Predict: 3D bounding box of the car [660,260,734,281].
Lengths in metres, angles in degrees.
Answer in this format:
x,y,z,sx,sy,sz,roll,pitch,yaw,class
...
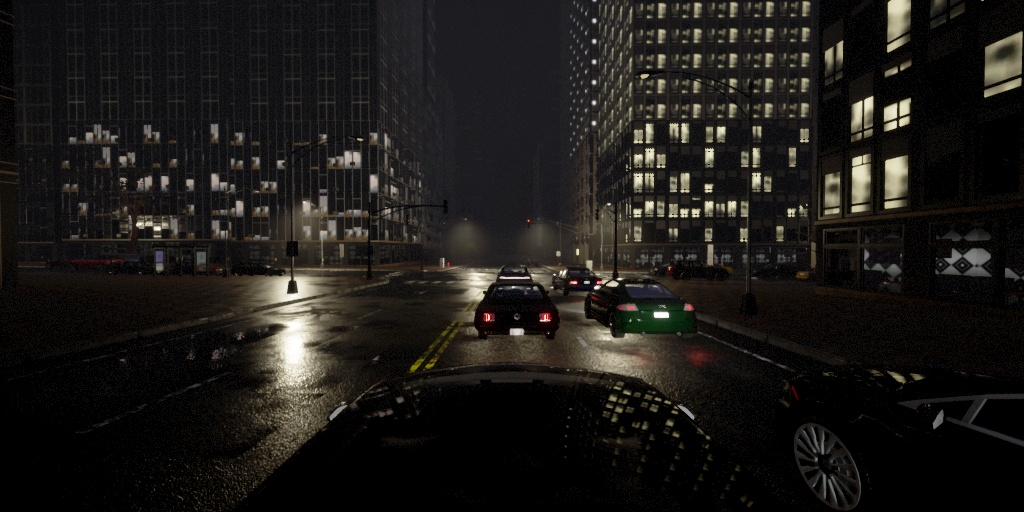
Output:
x,y,z,sx,sy,sz,roll,pitch,yaw,class
16.235,1.268,31.529,5.009,1.841,2.192,0,0,1,car

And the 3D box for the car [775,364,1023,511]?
x,y,z,sx,sy,sz,roll,pitch,yaw,class
3.339,1.242,1.337,2.128,1.511,4.902,0,0,0,car

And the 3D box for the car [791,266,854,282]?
x,y,z,sx,sy,sz,roll,pitch,yaw,class
27.684,1.578,31.314,4.829,1.417,1.751,0,0,1,car

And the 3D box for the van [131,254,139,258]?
x,y,z,sx,sy,sz,roll,pitch,yaw,class
-45.231,0.605,41.118,3.998,1.789,1.690,0,0,1,van

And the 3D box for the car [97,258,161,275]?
x,y,z,sx,sy,sz,roll,pitch,yaw,class
-34.053,1.069,32.440,4.313,1.339,1.948,0,0,1,car

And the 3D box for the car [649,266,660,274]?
x,y,z,sx,sy,sz,roll,pitch,yaw,class
16.493,1.426,37.303,4.181,1.385,1.994,1,1,1,car

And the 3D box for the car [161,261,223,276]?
x,y,z,sx,sy,sz,roll,pitch,yaw,class
-28.372,1.138,32.258,4.207,1.307,1.802,0,0,1,car

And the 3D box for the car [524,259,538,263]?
x,y,z,sx,sy,sz,roll,pitch,yaw,class
3.433,1.210,61.943,1.837,1.490,4.892,0,1,0,car

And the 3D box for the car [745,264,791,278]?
x,y,z,sx,sy,sz,roll,pitch,yaw,class
27.298,1.504,37.101,5.357,1.411,2.033,1,1,1,car

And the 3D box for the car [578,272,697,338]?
x,y,z,sx,sy,sz,roll,pitch,yaw,class
3.369,1.310,10.167,1.994,1.385,4.181,0,0,-1,car

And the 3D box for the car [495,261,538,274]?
x,y,z,sx,sy,sz,roll,pitch,yaw,class
0.124,1.232,19.197,2.128,1.511,4.902,0,0,0,car

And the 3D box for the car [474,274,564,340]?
x,y,z,sx,sy,sz,roll,pitch,yaw,class
0.110,1.347,9.941,1.895,1.301,4.718,0,0,0,car

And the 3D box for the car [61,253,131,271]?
x,y,z,sx,sy,sz,roll,pitch,yaw,class
-44.570,0.667,38.498,4.553,1.767,2.097,1,1,1,car

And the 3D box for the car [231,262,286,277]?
x,y,z,sx,sy,sz,roll,pitch,yaw,class
-22.689,1.173,32.116,4.313,1.339,1.948,0,0,1,car

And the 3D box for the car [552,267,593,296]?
x,y,z,sx,sy,sz,roll,pitch,yaw,class
3.409,1.288,19.396,2.033,1.411,5.357,0,0,-3,car
